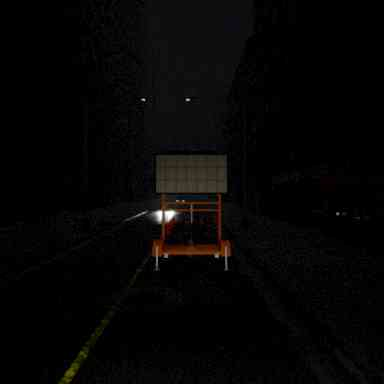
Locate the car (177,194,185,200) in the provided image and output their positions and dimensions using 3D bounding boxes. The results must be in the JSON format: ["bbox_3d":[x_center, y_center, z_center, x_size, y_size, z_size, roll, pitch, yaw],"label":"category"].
[{"bbox_3d":[-3.133,1.301,92.450,2.150,2.045,5.566,0,0,0],"label":"car"}]

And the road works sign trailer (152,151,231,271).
[{"bbox_3d":[-0.014,0.468,10.927,2.380,3.560,2.880,0,0,0],"label":"road works sign trailer"}]

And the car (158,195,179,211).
[{"bbox_3d":[-3.159,1.523,41.935,2.128,1.511,4.902,0,0,0],"label":"car"}]
